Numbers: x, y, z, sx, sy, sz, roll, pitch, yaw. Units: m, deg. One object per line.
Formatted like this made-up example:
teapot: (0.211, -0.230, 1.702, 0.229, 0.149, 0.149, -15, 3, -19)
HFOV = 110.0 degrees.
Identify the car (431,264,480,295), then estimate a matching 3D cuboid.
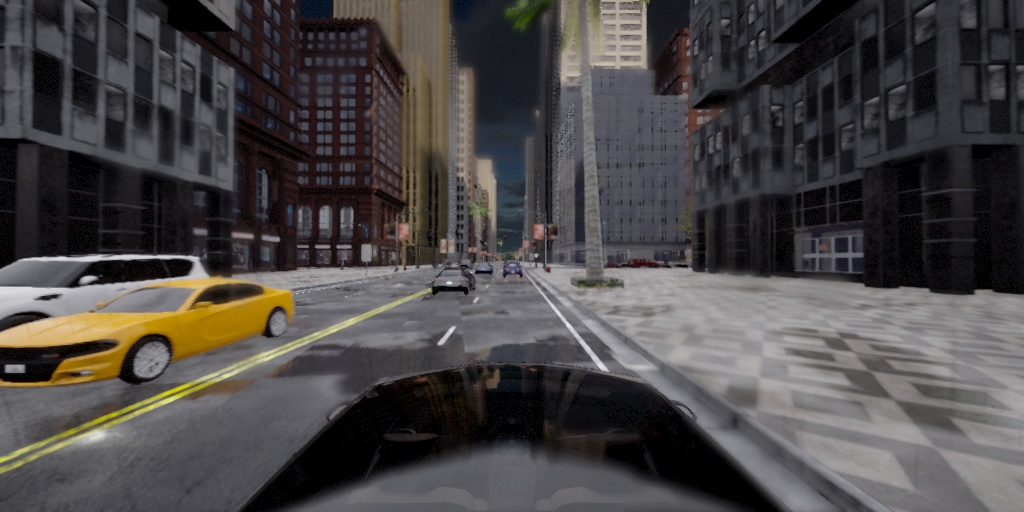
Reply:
car: (-3.156, 1.320, 20.056, 1.994, 1.385, 4.181, 0, 0, 0)

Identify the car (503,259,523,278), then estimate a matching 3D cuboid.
car: (0.095, 1.331, 35.380, 1.812, 1.442, 4.674, 0, 0, 0)

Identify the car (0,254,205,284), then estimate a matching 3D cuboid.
car: (-9.853, 0.969, 8.238, 2.150, 2.045, 5.566, 0, 0, 0)

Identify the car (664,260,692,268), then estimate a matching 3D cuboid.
car: (26.577, 1.385, 57.575, 4.313, 1.339, 1.948, 0, 0, -1)

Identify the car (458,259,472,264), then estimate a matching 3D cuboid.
car: (-6.514, 1.175, 50.982, 2.097, 1.767, 4.553, 0, 0, 0)

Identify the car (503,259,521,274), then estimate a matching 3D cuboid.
car: (-0.012, 1.208, 44.366, 2.097, 1.767, 4.553, 0, 0, 0)

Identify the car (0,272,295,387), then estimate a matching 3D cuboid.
car: (-6.603, 1.226, 7.265, 1.882, 1.535, 5.008, 0, 0, 0)

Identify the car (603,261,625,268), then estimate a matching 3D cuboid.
car: (15.301, 1.436, 57.397, 4.207, 1.307, 1.802, 0, 0, -1)

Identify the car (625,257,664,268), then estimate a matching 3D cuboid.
car: (20.940, 1.150, 57.486, 5.009, 1.841, 2.192, 0, 0, -1)

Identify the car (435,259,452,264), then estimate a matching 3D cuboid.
car: (-9.765, 1.144, 50.953, 2.128, 1.511, 4.902, 0, 0, 0)

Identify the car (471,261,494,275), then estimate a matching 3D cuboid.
car: (-3.162, 1.399, 41.255, 1.994, 1.385, 4.181, 0, 0, 0)
